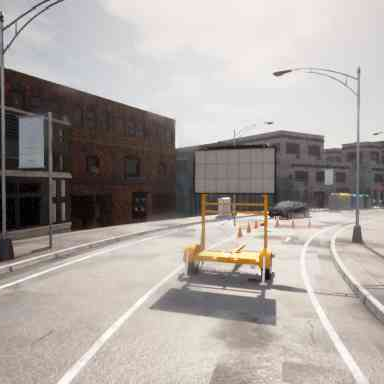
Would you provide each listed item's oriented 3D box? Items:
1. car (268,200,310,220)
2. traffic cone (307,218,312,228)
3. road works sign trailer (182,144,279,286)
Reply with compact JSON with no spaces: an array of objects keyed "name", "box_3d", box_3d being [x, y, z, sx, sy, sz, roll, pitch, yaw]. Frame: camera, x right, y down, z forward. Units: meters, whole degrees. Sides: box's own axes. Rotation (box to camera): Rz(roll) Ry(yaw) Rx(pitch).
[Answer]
[{"name":"car","box_3d":[8.462,1.474,28.915,1.882,1.535,5.008,1,0,44]},{"name":"traffic cone","box_3d":[7.479,1.982,21.165,0.340,0.580,0.340,1,0,22]},{"name":"road works sign trailer","box_3d":[1.251,0.462,9.687,2.380,3.560,2.880,0,0,20]}]
